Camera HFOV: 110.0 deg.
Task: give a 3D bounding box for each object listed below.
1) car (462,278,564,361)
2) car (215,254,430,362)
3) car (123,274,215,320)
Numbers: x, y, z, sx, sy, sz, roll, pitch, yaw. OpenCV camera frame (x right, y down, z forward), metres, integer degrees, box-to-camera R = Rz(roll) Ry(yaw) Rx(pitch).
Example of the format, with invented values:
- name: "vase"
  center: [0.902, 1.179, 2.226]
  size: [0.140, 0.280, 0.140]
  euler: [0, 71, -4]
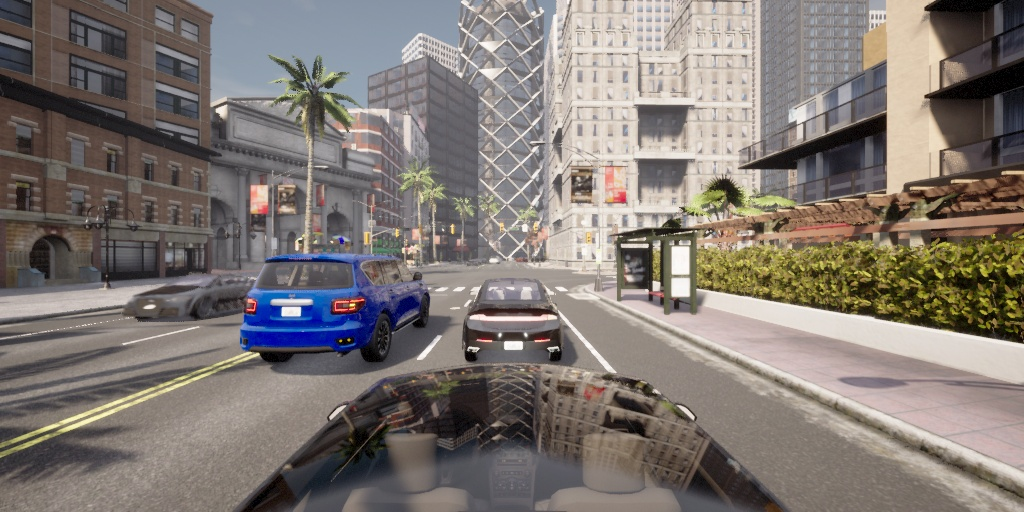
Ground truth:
- name: "car"
  center: [0.014, 1.242, 8.246]
  size: [2.128, 1.511, 4.902]
  euler: [0, 0, 0]
- name: "car"
  center: [-3.487, 0.971, 8.333]
  size: [2.150, 2.045, 5.566]
  euler: [0, 0, 0]
- name: "car"
  center: [-10.668, 1.314, 12.537]
  size: [1.994, 1.385, 4.181]
  euler: [0, 0, 0]
